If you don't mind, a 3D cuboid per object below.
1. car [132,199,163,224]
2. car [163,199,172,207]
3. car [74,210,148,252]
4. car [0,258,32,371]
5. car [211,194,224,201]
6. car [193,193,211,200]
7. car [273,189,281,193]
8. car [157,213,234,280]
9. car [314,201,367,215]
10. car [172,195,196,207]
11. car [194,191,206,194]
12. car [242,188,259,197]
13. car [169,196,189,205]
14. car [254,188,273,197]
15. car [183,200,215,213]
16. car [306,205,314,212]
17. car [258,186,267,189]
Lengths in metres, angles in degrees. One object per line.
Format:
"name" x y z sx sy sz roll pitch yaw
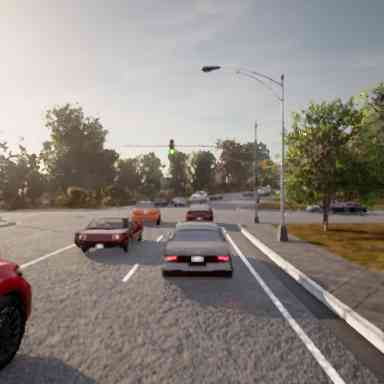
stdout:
"car" -3.583 1.490 25.689 2.097 1.767 4.553 0 0 -8
"car" -5.333 1.860 54.969 1.895 1.301 4.718 0 0 16
"car" -3.288 1.672 14.202 1.895 1.301 4.718 0 0 1
"car" -3.415 1.230 2.519 2.150 2.045 5.566 0 0 0
"car" 5.441 1.218 73.921 1.895 1.301 4.718 0 3 25
"car" 1.524 1.560 64.677 1.812 1.442 4.674 0 2 21
"car" 23.338 -0.184 89.974 1.895 1.301 4.718 0 3 38
"car" 0.145 1.595 10.098 2.033 1.411 5.357 0 0 1
"car" 16.004 1.741 35.505 4.718 1.301 1.895 -1 0 3
"car" -1.504 1.783 55.745 2.033 1.411 5.357 0 1 15
"car" 1.620 0.929 73.981 2.150 2.045 5.566 0 2 23
"car" 14.057 0.481 82.474 2.128 1.511 4.902 0 3 33
"car" -2.407 1.642 64.151 2.033 1.411 5.357 0 1 20
"car" 17.600 0.481 81.560 1.895 1.301 4.718 0 3 33
"car" 0.636 1.609 24.433 1.882 1.535 5.008 0 0 3
"car" 15.923 1.766 39.015 4.718 1.301 1.895 -1 0 3
"car" 19.721 -0.521 90.973 2.150 2.045 5.566 0 3 38
